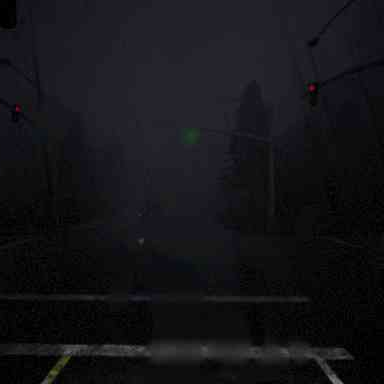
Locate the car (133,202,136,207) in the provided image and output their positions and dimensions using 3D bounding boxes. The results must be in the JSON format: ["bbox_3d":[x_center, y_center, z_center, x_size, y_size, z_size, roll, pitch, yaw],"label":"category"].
[{"bbox_3d":[-7.394,2.124,51.919,1.837,1.490,4.892,0,-1,-21],"label":"car"}]

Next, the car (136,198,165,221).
[{"bbox_3d":[-3.736,1.604,32.012,2.150,2.045,5.566,0,-1,-2],"label":"car"}]

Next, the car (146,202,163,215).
[{"bbox_3d":[-4.729,2.025,41.840,1.812,1.442,4.674,0,-1,-11],"label":"car"}]

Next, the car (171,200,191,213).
[{"bbox_3d":[-1.485,1.883,44.502,2.097,1.767,4.553,0,-1,-11],"label":"car"}]
